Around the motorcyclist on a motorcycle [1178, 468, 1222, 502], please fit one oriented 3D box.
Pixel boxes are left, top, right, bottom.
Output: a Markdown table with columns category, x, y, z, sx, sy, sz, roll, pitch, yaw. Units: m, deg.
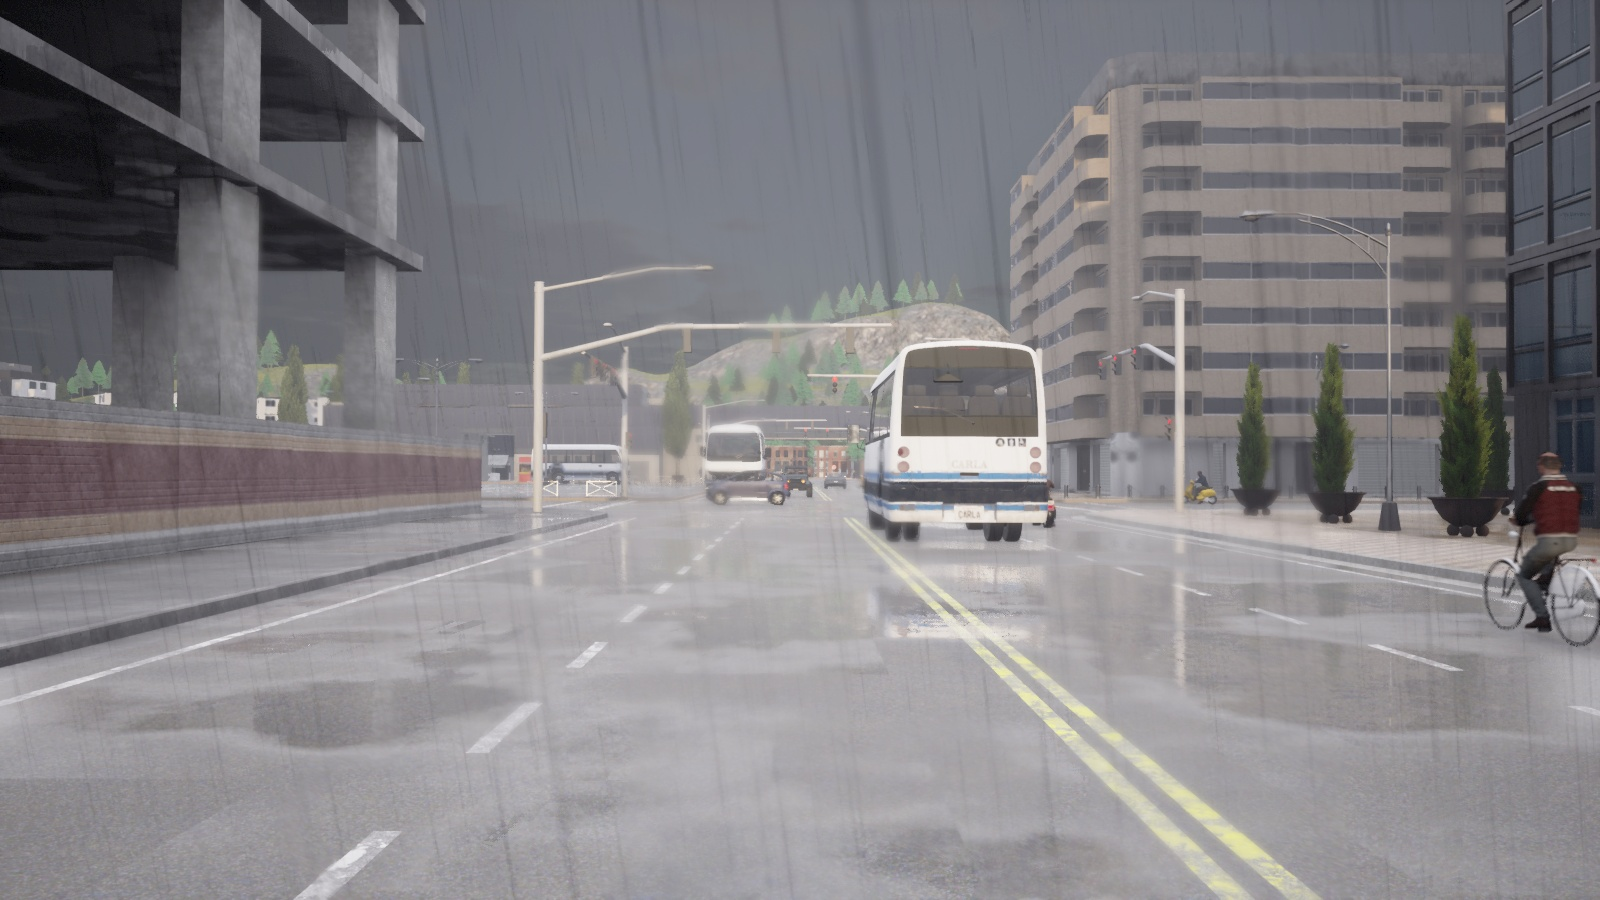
| category | x | y | z | sx | sy | sz | roll | pitch | yaw |
| --- | --- | --- | --- | --- | --- | --- | --- | --- | --- |
| motorcyclist on a motorcycle | 18.928 | 1.633 | 59.455 | 1.817 | 1.590 | 0.866 | 0 | -1 | -1 |

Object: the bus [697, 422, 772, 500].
| category | x | y | z | sx | sy | sz | roll | pitch | yaw |
| --- | --- | --- | --- | --- | --- | --- | --- | --- | --- |
| bus | -3.709 | 0.698 | 74.342 | 3.944 | 4.253 | 10.273 | 0 | -1 | 0 |

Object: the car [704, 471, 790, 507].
| category | x | y | z | sx | sy | sz | roll | pitch | yaw |
| --- | --- | --- | --- | --- | --- | --- | --- | --- | --- |
| car | -2.321 | 1.702 | 55.572 | 3.705 | 1.549 | 1.789 | 0 | -1 | -1 |

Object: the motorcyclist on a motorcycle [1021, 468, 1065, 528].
| category | x | y | z | sx | sy | sz | roll | pitch | yaw |
| --- | --- | --- | --- | --- | --- | --- | --- | --- | --- |
| motorcyclist on a motorcycle | 6.902 | 1.336 | 35.735 | 0.766 | 1.649 | 2.350 | 0 | -1 | 0 |

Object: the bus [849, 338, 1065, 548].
| category | x | y | z | sx | sy | sz | roll | pitch | yaw |
| --- | --- | --- | --- | --- | --- | --- | --- | --- | --- |
| bus | 3.410 | -0.060 | 30.769 | 3.944 | 4.253 | 10.273 | 0 | -1 | 0 |

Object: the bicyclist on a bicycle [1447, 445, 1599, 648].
| category | x | y | z | sx | sy | sz | roll | pitch | yaw |
| --- | --- | --- | --- | --- | --- | --- | --- | --- | --- |
| bicyclist on a bicycle | 6.966 | 0.857 | 11.933 | 0.659 | 1.776 | 1.843 | 0 | -1 | 0 |

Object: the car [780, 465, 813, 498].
| category | x | y | z | sx | sy | sz | roll | pitch | yaw |
| --- | --- | --- | --- | --- | --- | --- | --- | --- | --- |
| car | -0.204 | 1.853 | 74.108 | 1.905 | 1.878 | 3.866 | 0 | -1 | 0 |
